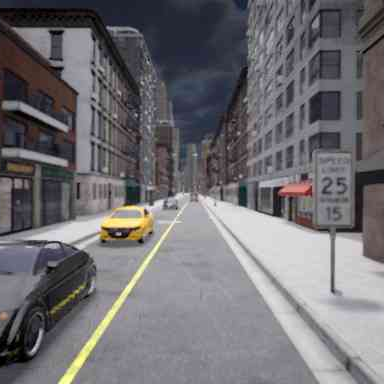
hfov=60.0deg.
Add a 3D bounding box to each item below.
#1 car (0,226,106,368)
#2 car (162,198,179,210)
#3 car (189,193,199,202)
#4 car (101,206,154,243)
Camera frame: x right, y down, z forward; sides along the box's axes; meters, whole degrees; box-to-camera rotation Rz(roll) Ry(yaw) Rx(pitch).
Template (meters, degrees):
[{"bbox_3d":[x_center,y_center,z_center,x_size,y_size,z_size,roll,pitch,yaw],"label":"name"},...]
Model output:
[{"bbox_3d":[-3.078,1.543,5.706,1.994,1.385,4.181,0,0,0],"label":"car"},{"bbox_3d":[-2.734,1.478,43.112,2.128,1.511,4.902,0,0,0],"label":"car"},{"bbox_3d":[0.476,1.545,75.060,2.033,1.411,5.357,0,0,0],"label":"car"},{"bbox_3d":[-2.995,1.457,16.171,1.882,1.535,5.008,0,0,0],"label":"car"}]
